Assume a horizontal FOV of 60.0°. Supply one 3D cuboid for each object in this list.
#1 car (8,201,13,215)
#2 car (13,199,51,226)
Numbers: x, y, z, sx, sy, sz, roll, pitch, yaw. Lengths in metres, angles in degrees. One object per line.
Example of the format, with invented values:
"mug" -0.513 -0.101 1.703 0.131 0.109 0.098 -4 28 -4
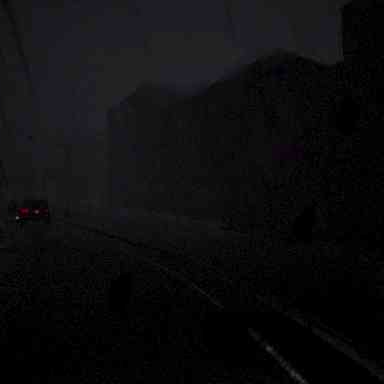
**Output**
"car" -20.075 1.726 38.410 2.128 1.511 4.902 0 1 -32
"car" -13.087 1.599 27.322 2.150 2.045 5.566 0 -1 -32
